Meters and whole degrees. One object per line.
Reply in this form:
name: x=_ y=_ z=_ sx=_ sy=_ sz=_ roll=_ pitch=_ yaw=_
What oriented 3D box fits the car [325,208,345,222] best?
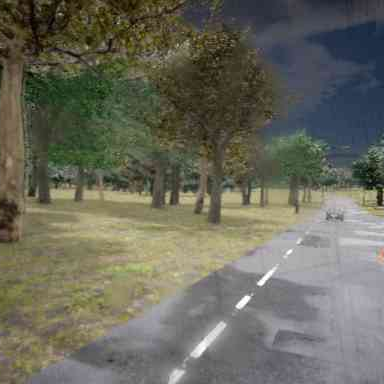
car: x=17.209 y=2.658 z=40.134 sx=2.128 sy=1.511 sz=4.902 roll=2 pitch=0 yaw=23

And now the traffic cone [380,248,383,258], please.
traffic cone: x=8.177 y=2.488 z=14.083 sx=0.340 sy=0.580 sz=0.340 roll=2 pitch=-1 yaw=23
